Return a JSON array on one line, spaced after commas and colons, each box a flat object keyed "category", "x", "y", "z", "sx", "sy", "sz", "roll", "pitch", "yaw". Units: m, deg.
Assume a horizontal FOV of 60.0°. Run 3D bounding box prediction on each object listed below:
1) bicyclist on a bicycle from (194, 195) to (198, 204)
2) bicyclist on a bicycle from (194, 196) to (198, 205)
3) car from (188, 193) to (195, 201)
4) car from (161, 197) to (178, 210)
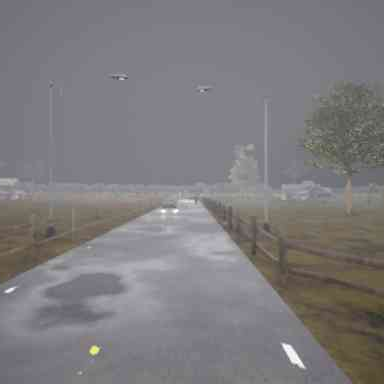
[{"category": "bicyclist on a bicycle", "x": 0.770, "y": 1.386, "z": 64.552, "sx": 0.659, "sy": 1.776, "sz": 1.843, "roll": 0, "pitch": 0, "yaw": 0}, {"category": "bicyclist on a bicycle", "x": 0.769, "y": 1.436, "z": 55.609, "sx": 0.582, "sy": 1.620, "sz": 1.656, "roll": 0, "pitch": -1, "yaw": 0}, {"category": "car", "x": 0.018, "y": 1.552, "z": 84.348, "sx": 1.837, "sy": 1.490, "sz": 4.892, "roll": 0, "pitch": 0, "yaw": 0}, {"category": "car", "x": -2.823, "y": 1.473, "z": 43.036, "sx": 1.837, "sy": 1.490, "sz": 4.892, "roll": 0, "pitch": 0, "yaw": 0}]
